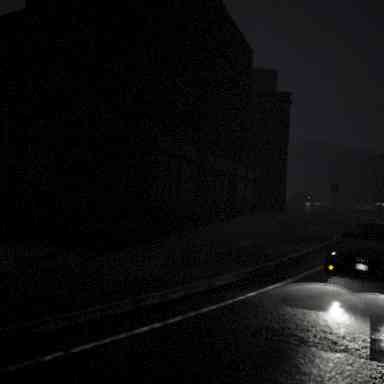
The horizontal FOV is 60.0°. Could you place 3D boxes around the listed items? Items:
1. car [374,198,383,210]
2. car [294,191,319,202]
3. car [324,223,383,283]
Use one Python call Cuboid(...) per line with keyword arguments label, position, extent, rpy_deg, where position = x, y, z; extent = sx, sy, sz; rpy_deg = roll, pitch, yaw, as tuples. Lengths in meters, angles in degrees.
Cuboid(label="car", position=(21.041, 1.334, 35.227), extent=(2.128, 1.511, 4.902), rpy_deg=(3, 1, 8))
Cuboid(label="car", position=(17.168, 0.696, 50.171), extent=(1.837, 1.490, 4.892), rpy_deg=(4, 1, -10))
Cuboid(label="car", position=(5.339, 1.592, 9.424), extent=(1.994, 1.385, 4.181), rpy_deg=(1, 1, 41))
